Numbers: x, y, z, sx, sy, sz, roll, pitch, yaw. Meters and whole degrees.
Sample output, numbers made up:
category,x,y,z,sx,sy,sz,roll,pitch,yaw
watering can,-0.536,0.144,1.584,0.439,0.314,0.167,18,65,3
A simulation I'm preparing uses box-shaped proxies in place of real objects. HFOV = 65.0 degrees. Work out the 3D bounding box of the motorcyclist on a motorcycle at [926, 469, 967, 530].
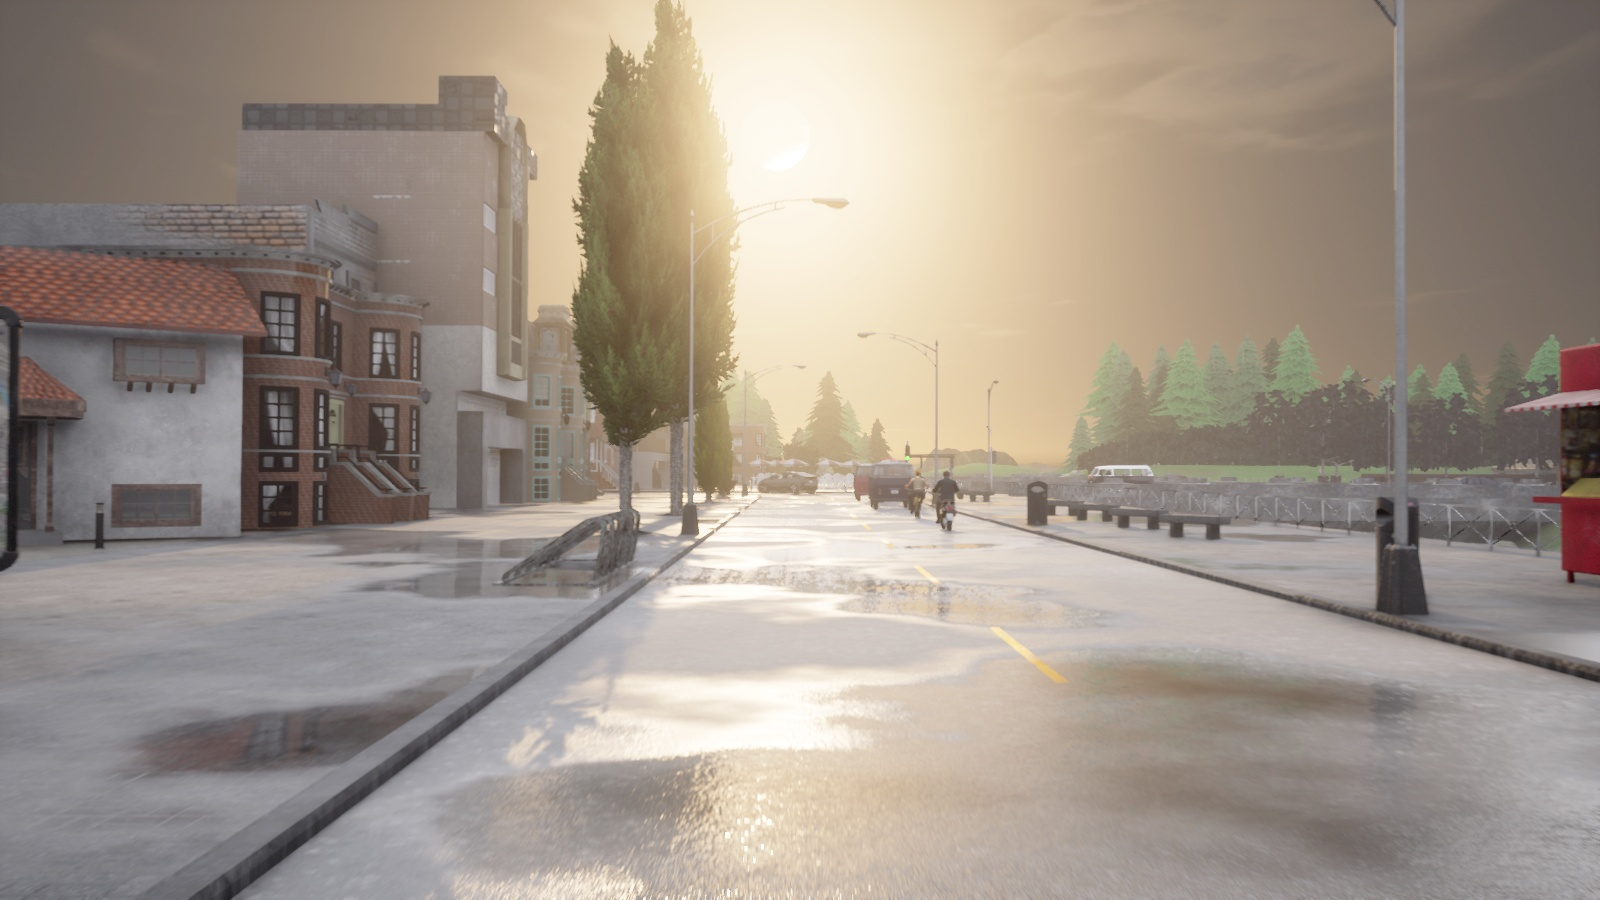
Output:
category,x,y,z,sx,sy,sz,roll,pitch,yaw
motorcyclist on a motorcycle,3.911,1.316,33.671,0.866,1.590,1.817,0,-1,0

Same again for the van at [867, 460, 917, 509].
category,x,y,z,sx,sy,sz,roll,pitch,yaw
van,3.860,1.446,53.433,1.775,1.987,4.442,0,-1,0

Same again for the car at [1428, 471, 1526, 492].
category,x,y,z,sx,sy,sz,roll,pitch,yaw
car,44.744,2.075,83.125,5.357,1.411,2.033,0,-1,1

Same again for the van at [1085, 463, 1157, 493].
category,x,y,z,sx,sy,sz,roll,pitch,yaw
van,22.204,1.906,87.027,4.480,2.038,2.069,0,-1,0

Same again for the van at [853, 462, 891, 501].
category,x,y,z,sx,sy,sz,roll,pitch,yaw
van,3.823,1.685,67.663,1.775,1.987,4.442,0,-1,0

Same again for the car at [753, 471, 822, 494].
category,x,y,z,sx,sy,sz,roll,pitch,yaw
car,-0.862,2.182,84.649,4.514,1.525,2.007,-1,-1,43

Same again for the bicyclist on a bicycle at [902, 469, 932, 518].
category,x,y,z,sx,sy,sz,roll,pitch,yaw
bicyclist on a bicycle,3.886,1.434,41.737,0.866,1.612,1.509,0,-1,0
